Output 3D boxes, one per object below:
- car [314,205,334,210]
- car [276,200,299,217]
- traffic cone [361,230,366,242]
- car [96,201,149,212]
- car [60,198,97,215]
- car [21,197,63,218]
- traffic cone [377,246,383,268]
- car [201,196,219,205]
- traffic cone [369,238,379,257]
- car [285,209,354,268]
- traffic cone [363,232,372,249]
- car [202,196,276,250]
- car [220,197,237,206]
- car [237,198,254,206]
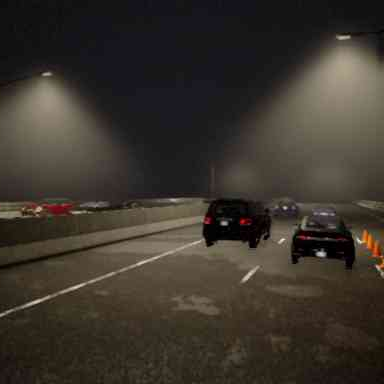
[{"bbox_3d":[11.180,1.805,28.222,2.033,1.411,5.357,1,0,22],"label":"car"},{"bbox_3d":[9.880,1.619,34.396,2.097,1.767,4.553,1,0,22],"label":"car"},{"bbox_3d":[8.361,2.128,16.048,0.340,0.580,0.340,1,0,22],"label":"traffic cone"},{"bbox_3d":[-4.986,1.556,26.046,1.837,1.490,4.892,1,0,22],"label":"car"},{"bbox_3d":[-8.139,1.510,27.589,2.128,1.511,4.902,1,0,22],"label":"car"},{"bbox_3d":[-11.850,1.326,27.732,2.097,1.767,4.553,1,0,22],"label":"car"},{"bbox_3d":[6.133,2.077,10.477,0.340,0.580,0.340,1,0,22],"label":"traffic cone"},{"bbox_3d":[3.621,1.667,66.149,2.097,1.767,4.553,1,0,22],"label":"car"},{"bbox_3d":[6.876,2.094,12.334,0.340,0.580,0.340,1,0,22],"label":"traffic cone"},{"bbox_3d":[4.629,1.600,11.854,2.128,1.511,4.902,1,0,22],"label":"car"},{"bbox_3d":[7.619,2.112,14.191,0.340,0.580,0.340,1,0,22],"label":"traffic cone"},{"bbox_3d":[2.225,1.316,15.264,2.150,2.045,5.566,1,0,22],"label":"car"},{"bbox_3d":[7.323,1.862,65.985,2.128,1.511,4.902,1,0,22],"label":"car"},{"bbox_3d":[10.475,1.887,64.461,2.128,1.511,4.902,1,0,22],"label":"car"}]
